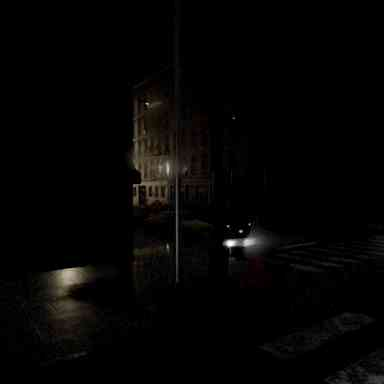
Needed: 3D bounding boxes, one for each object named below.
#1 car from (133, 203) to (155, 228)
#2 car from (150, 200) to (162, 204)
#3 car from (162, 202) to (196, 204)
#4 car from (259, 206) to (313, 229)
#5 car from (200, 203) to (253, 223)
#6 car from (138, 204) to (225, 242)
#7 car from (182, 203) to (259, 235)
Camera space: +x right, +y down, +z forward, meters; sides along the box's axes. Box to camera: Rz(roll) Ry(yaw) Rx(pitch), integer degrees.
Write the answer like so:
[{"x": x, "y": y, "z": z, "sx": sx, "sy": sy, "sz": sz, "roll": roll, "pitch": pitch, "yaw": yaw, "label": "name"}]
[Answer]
[{"x": -3.952, "y": 1.584, "z": 21.285, "sx": 2.008, "sy": 1.369, "sz": 4.403, "roll": 0, "pitch": 0, "yaw": -35, "label": "car"}, {"x": -3.787, "y": 1.528, "z": 34.889, "sx": 1.752, "sy": 1.417, "sz": 4.829, "roll": 0, "pitch": 0, "yaw": -35, "label": "car"}, {"x": -0.549, "y": 1.565, "z": 30.341, "sx": 1.947, "sy": 1.339, "sz": 4.313, "roll": 0, "pitch": 0, "yaw": -35, "label": "car"}, {"x": 5.731, "y": 1.557, "z": 21.523, "sx": 1.947, "sy": 1.339, "sz": 4.313, "roll": 0, "pitch": 0, "yaw": -35, "label": "car"}, {"x": 2.591, "y": 1.578, "z": 25.932, "sx": 1.802, "sy": 1.307, "sz": 4.206, "roll": 0, "pitch": 0, "yaw": -35, "label": "car"}, {"x": -0.713, "y": 1.554, "z": 16.737, "sx": 1.752, "sy": 1.417, "sz": 4.829, "roll": 0, "pitch": 0, "yaw": -35, "label": "car"}, {"x": 1.011, "y": 1.565, "z": 18.735, "sx": 2.033, "sy": 1.411, "sz": 5.357, "roll": 0, "pitch": 0, "yaw": -32, "label": "car"}]
